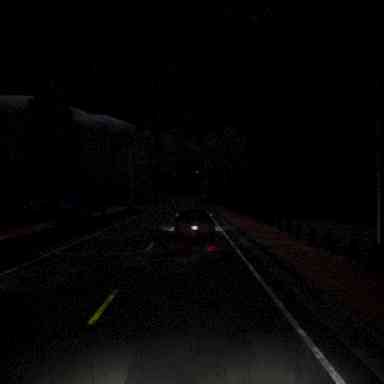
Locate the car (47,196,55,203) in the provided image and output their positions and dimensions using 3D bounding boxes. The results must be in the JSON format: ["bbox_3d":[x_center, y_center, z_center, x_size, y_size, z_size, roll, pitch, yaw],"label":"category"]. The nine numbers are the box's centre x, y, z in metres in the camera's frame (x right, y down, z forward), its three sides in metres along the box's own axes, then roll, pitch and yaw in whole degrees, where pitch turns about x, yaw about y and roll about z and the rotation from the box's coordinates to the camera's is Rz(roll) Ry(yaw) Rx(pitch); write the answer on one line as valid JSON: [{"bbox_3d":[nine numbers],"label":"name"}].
[{"bbox_3d":[-27.430,1.301,64.951,1.905,1.878,3.866,0,0,-1],"label":"car"}]

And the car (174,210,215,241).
[{"bbox_3d":[0.124,1.595,16.991,1.994,1.385,4.181,0,0,0],"label":"car"}]
